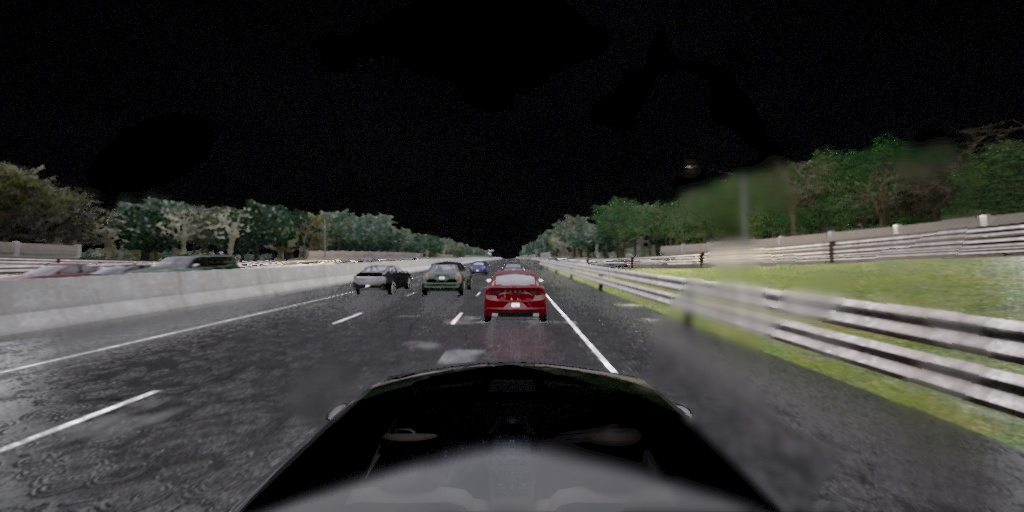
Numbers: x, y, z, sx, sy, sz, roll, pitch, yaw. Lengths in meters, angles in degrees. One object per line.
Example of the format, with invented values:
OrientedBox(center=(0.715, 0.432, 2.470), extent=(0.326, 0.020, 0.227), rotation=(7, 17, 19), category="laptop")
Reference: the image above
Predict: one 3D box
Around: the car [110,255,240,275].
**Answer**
OrientedBox(center=(-17.602, 0.954, 19.563), extent=(2.150, 2.045, 5.566), rotation=(0, 0, 0), category="car")

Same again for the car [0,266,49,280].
OrientedBox(center=(-24.601, 1.210, 19.564), extent=(1.882, 1.535, 5.008), rotation=(0, 0, 0), category="car")

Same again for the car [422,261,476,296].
OrientedBox(center=(-3.402, 1.086, 19.550), extent=(2.097, 1.767, 4.553), rotation=(0, 0, 0), category="car")

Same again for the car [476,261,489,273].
OrientedBox(center=(-3.404, 1.234, 37.634), extent=(1.812, 1.442, 4.674), rotation=(0, 0, 0), category="car")

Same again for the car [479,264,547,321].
OrientedBox(center=(0.099, 1.219, 12.515), extent=(1.882, 1.535, 5.008), rotation=(0, 0, 0), category="car")

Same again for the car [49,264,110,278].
OrientedBox(center=(-21.101, 1.237, 19.601), extent=(1.837, 1.490, 4.892), rotation=(0, 0, 0), category="car")

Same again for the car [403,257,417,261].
OrientedBox(center=(-17.508, 0.981, 61.615), extent=(1.837, 1.490, 4.892), rotation=(0, 0, 0), category="car")

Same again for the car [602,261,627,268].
OrientedBox(center=(15.377, 1.093, 53.973), extent=(1.994, 1.385, 4.181), rotation=(0, -1, -18), category="car")

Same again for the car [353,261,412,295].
OrientedBox(center=(-6.902, 1.225, 19.572), extent=(2.128, 1.511, 4.902), rotation=(0, 0, 0), category="car")

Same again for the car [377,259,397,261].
OrientedBox(center=(-21.008, 1.076, 61.585), extent=(1.895, 1.301, 4.718), rotation=(0, 0, 0), category="car")
